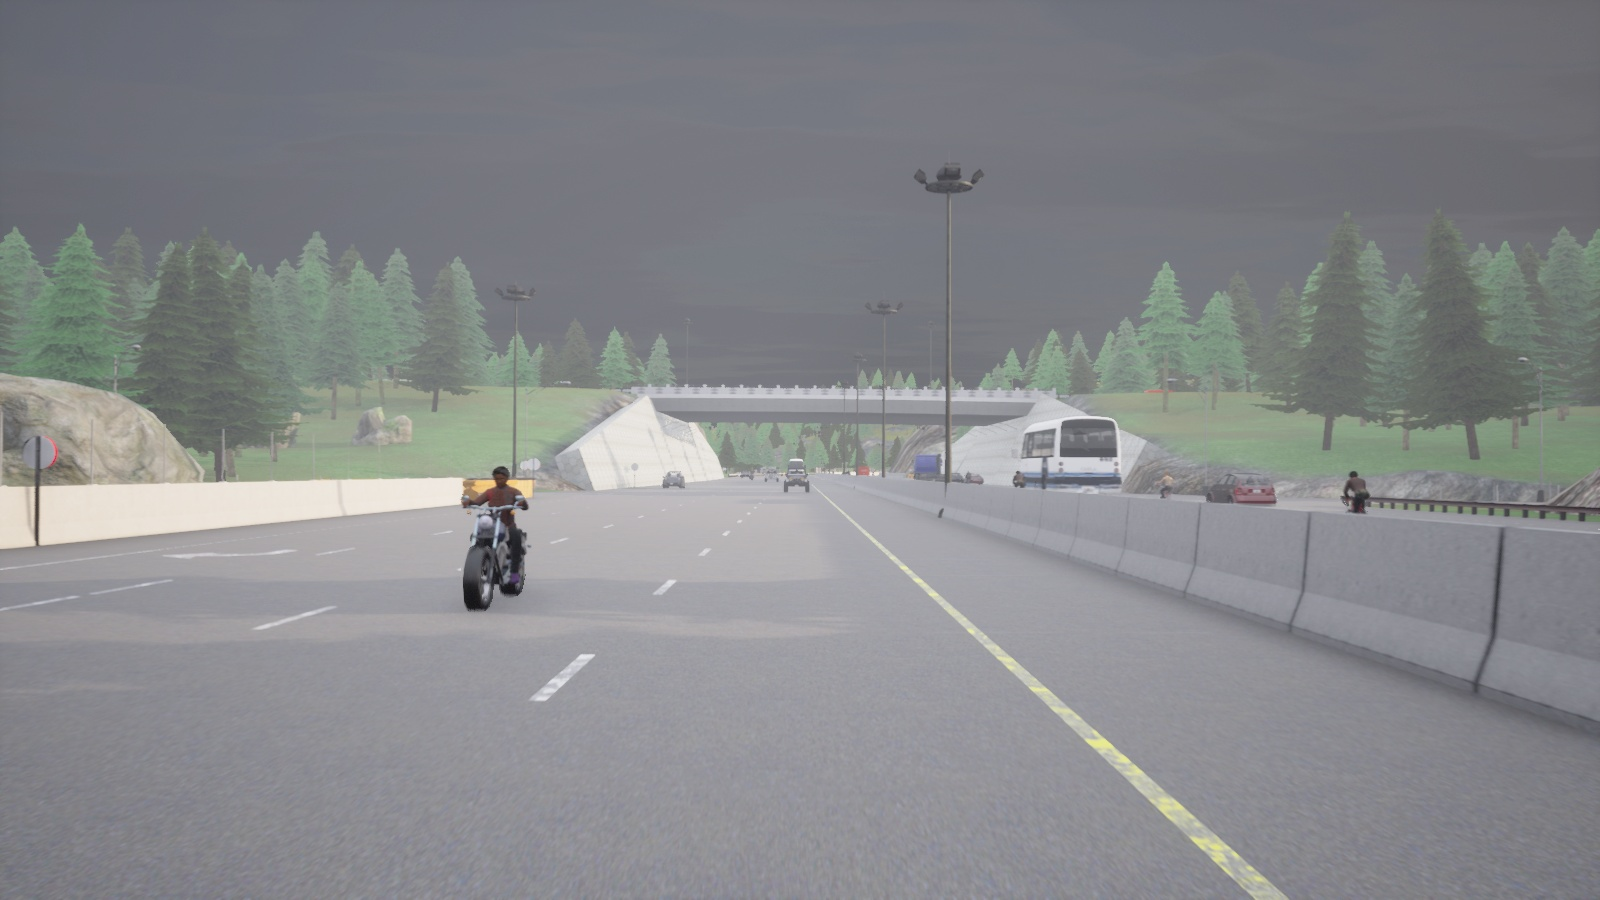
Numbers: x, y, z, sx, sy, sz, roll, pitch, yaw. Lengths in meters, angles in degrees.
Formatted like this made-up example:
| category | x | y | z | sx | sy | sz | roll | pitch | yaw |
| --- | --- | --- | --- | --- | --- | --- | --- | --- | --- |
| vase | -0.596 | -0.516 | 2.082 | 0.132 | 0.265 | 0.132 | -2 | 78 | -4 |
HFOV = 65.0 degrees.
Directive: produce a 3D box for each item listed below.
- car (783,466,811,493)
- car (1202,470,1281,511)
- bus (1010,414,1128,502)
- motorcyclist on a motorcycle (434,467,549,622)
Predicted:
| category | x | y | z | sx | sy | sz | roll | pitch | yaw |
| --- | --- | --- | --- | --- | --- | --- | --- | --- | --- |
| car | -0.220 | 2.125 | 90.416 | 1.905 | 1.878 | 3.866 | 0 | -1 | 0 |
| car | 17.380 | 1.555 | 49.590 | 1.789 | 1.549 | 3.705 | 0 | -1 | 0 |
| bus | 13.835 | 0.483 | 65.732 | 3.944 | 4.253 | 10.273 | 0 | -1 | 0 |
| motorcyclist on a motorcycle | -3.536 | 1.024 | 14.617 | 0.766 | 1.649 | 2.350 | 0 | -1 | 0 |
